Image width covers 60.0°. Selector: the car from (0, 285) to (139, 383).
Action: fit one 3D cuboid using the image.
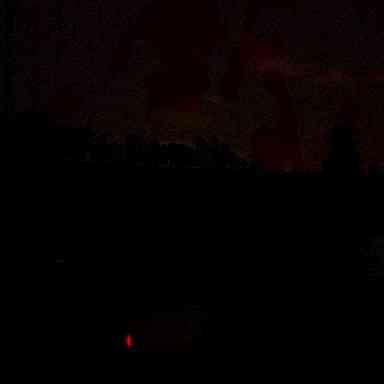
[{"bbox_3d":[-2.557,1.557,2.661,4.181,1.385,1.994,1,0,-35],"label":"car"}]
